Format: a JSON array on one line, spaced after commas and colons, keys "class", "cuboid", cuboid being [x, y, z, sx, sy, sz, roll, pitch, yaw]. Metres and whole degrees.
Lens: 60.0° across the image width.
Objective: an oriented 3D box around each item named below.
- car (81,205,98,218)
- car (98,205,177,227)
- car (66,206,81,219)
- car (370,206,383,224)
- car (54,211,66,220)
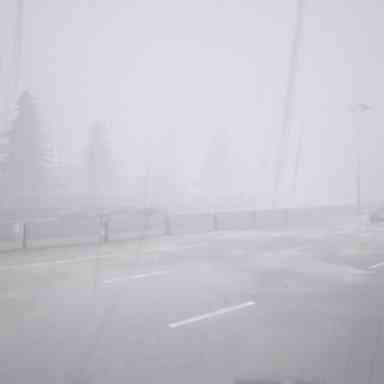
[{"class": "car", "cuboid": [-5.671, 1.781, 25.970, 5.008, 1.535, 1.882, 0, -1, -39]}, {"class": "car", "cuboid": [-3.455, 1.802, 23.261, 5.357, 1.411, 2.033, 0, -1, -39]}, {"class": "car", "cuboid": [-7.909, 1.951, 28.659, 4.718, 1.301, 1.895, 0, -1, -39]}, {"class": "car", "cuboid": [15.553, 1.754, 26.152, 1.994, 1.385, 4.181, -1, -1, 44]}, {"class": "car", "cuboid": [-10.102, 1.969, 31.387, 5.357, 1.411, 2.033, 0, -1, -39]}]
